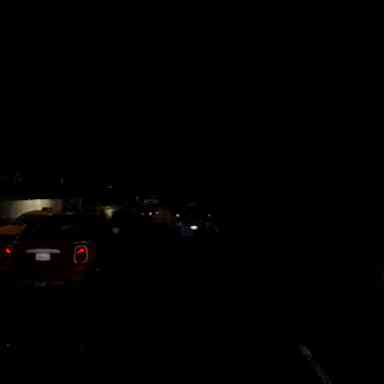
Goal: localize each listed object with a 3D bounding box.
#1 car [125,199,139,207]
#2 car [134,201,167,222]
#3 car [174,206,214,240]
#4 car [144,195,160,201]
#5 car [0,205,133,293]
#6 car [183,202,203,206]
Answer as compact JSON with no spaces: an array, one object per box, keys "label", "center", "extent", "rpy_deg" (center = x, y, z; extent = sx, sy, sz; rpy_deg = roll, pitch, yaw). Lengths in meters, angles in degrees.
[{"label":"car","center":[-9.812,1.922,55.322],"extent":[1.994,1.385,4.181],"rpy_deg":[0,0,0]},{"label":"car","center":[-3.150,1.728,27.818],"extent":[2.033,1.411,5.357],"rpy_deg":[0,0,0]},{"label":"car","center":[0.099,1.678,17.923],"extent":[1.994,1.385,4.181],"rpy_deg":[0,0,0]},{"label":"car","center":[-6.566,1.576,54.776],"extent":[2.150,2.045,5.566],"rpy_deg":[0,0,0]},{"label":"car","center":[-3.155,1.410,9.173],"extent":[2.097,1.767,4.553],"rpy_deg":[0,0,0]},{"label":"car","center":[0.100,1.748,34.170],"extent":[1.812,1.442,4.674],"rpy_deg":[0,0,0]}]
